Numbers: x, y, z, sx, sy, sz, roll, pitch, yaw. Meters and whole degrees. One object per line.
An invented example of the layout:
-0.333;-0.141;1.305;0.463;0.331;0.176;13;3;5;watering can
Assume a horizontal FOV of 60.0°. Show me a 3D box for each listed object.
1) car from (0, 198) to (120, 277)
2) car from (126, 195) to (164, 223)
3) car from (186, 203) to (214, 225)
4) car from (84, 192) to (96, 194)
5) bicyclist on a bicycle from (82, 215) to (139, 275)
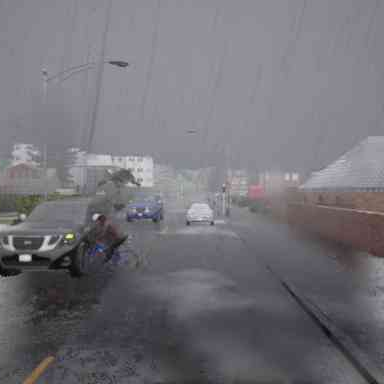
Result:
-3.888;1.224;10.645;2.150;2.045;5.566;0;0;1;car
-3.486;1.224;25.695;2.150;2.045;5.566;0;0;2;car
0.580;1.526;23.648;1.812;1.442;4.674;0;0;1;car
-18.533;0.986;58.744;1.905;1.878;3.866;0;0;36;car
-2.259;1.452;8.998;1.656;1.620;0.582;0;0;1;bicyclist on a bicycle
